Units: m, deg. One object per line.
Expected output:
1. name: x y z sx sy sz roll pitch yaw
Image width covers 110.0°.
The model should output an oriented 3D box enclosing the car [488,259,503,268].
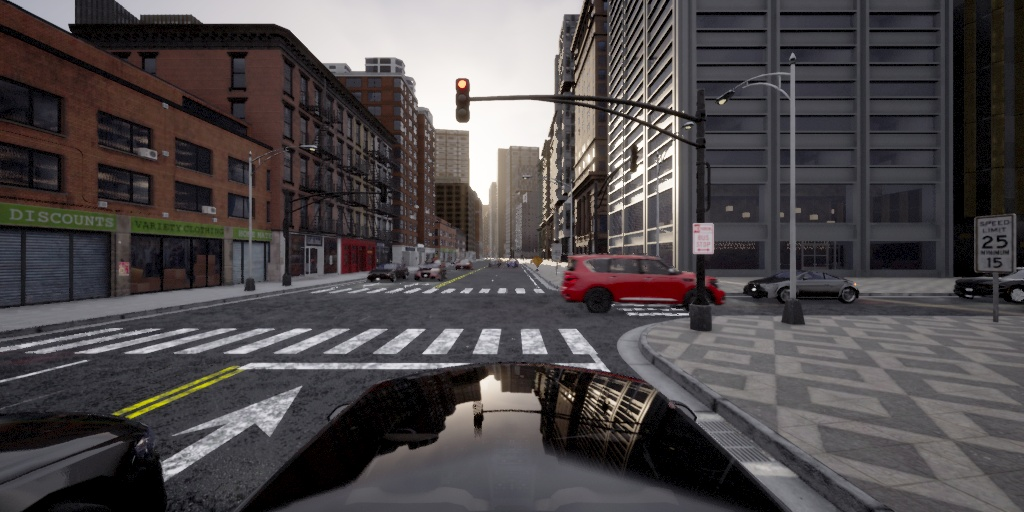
1. car: -3.022 1.205 61.384 2.128 1.511 4.902 0 0 0

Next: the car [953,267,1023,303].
1. car: 23.017 1.247 16.074 5.008 1.535 1.882 0 0 0

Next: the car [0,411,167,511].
1. car: -3.152 1.241 0.283 2.128 1.511 4.902 0 0 0

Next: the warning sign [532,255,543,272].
1. warning sign: 2.934 0.848 41.273 1.300 1.860 1.060 0 0 0

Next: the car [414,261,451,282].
1. car: -6.542 1.307 29.191 1.994 1.385 4.181 0 0 0

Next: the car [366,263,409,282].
1. car: -9.793 1.291 28.859 2.033 1.411 5.357 0 0 0

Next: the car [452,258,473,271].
1. car: -6.490 1.203 48.871 1.882 1.535 5.008 0 0 0

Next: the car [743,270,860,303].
1. car: 12.892 1.328 16.139 4.181 1.385 1.994 0 0 0

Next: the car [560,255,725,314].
1. car: 4.562 0.974 13.089 5.566 2.045 2.150 0 0 5

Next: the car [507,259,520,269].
1. car: 0.160 1.244 57.357 1.812 1.442 4.674 0 0 1
